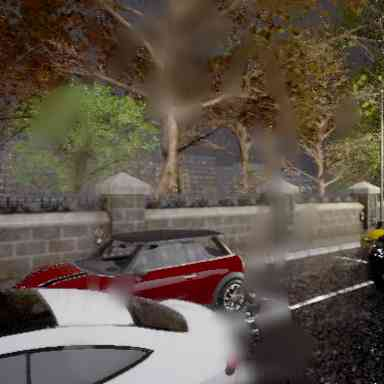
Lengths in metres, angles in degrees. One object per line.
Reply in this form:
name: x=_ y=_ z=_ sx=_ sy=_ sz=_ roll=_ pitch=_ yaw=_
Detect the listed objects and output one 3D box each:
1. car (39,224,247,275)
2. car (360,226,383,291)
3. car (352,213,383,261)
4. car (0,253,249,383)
car: x=-0.978 y=1.440 z=5.860 sx=4.097 sy=1.590 sz=1.967 roll=0 pitch=0 yaw=-35
car: x=6.409 y=1.223 z=7.825 sx=5.566 sy=2.045 sz=2.150 roll=0 pitch=0 yaw=-35
car: x=8.056 y=1.528 z=12.301 sx=4.829 sy=1.417 sz=1.752 roll=0 pitch=0 yaw=-35
car: x=-1.665 y=1.526 z=2.183 sx=4.674 sy=1.442 sz=1.812 roll=0 pitch=0 yaw=-35
